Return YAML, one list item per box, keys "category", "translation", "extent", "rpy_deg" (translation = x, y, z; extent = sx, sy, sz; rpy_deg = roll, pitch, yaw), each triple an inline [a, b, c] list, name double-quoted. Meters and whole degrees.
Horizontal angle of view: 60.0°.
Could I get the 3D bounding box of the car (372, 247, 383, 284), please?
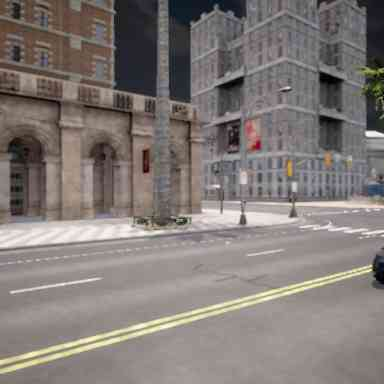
- category: "car"
  translation: [6.323, 1.555, 8.256]
  extent: [4.181, 1.385, 1.994]
  rpy_deg: [0, 0, -35]
